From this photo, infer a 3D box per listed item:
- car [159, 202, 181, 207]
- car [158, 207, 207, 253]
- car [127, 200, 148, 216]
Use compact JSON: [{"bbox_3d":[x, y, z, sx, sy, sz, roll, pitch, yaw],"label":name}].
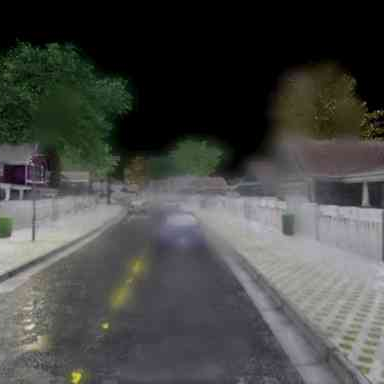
[{"bbox_3d":[-1.888,1.578,29.078,1.812,1.442,4.674,0,0,-7],"label":"car"},{"bbox_3d":[-0.442,1.548,13.819,1.812,1.442,4.674,0,0,-3],"label":"car"},{"bbox_3d":[-5.547,1.590,34.049,1.812,1.442,4.674,0,0,-9],"label":"car"}]
